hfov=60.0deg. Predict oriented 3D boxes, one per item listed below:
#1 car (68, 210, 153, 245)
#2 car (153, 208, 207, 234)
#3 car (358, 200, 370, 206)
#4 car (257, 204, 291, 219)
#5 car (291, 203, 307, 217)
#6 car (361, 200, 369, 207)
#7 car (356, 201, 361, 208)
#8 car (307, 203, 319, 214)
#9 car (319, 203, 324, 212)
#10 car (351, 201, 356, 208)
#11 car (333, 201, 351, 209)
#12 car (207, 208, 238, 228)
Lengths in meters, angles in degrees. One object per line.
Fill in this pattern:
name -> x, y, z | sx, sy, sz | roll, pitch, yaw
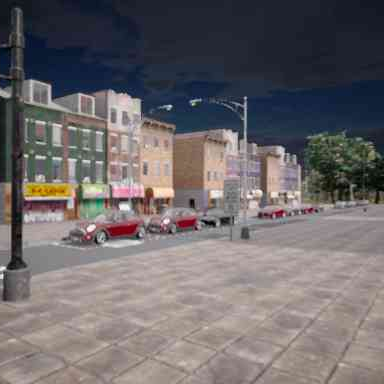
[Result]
car -> -4.293, 1.711, 17.202 | 1.967, 1.590, 4.097 | -1, -1, 36
car -> -1.127, 1.773, 21.618 | 1.967, 1.590, 4.097 | -1, -1, 36
car -> 43.196, 2.702, 83.457 | 1.967, 1.590, 4.097 | -1, -1, 36
car -> 8.370, 2.068, 34.868 | 1.887, 1.381, 4.507 | -1, -1, 36
car -> 11.536, 2.139, 39.285 | 2.008, 1.369, 4.403 | -1, -1, 36
car -> 40.029, 2.759, 79.038 | 1.947, 1.339, 4.313 | -1, -1, 36
car -> 33.697, 2.638, 70.203 | 1.802, 1.307, 4.206 | -1, -1, 36
car -> 14.702, 2.198, 43.702 | 1.887, 1.381, 4.507 | -1, -1, 36
car -> 17.868, 2.285, 48.119 | 1.947, 1.339, 4.313 | -1, -1, 36
car -> 30.531, 2.553, 65.786 | 1.947, 1.339, 4.313 | -1, -1, 36
car -> 27.366, 2.470, 61.370 | 2.008, 1.369, 4.403 | -1, -1, 36
car -> 2.039, 1.961, 26.034 | 1.947, 1.339, 4.313 | -1, -1, 36
